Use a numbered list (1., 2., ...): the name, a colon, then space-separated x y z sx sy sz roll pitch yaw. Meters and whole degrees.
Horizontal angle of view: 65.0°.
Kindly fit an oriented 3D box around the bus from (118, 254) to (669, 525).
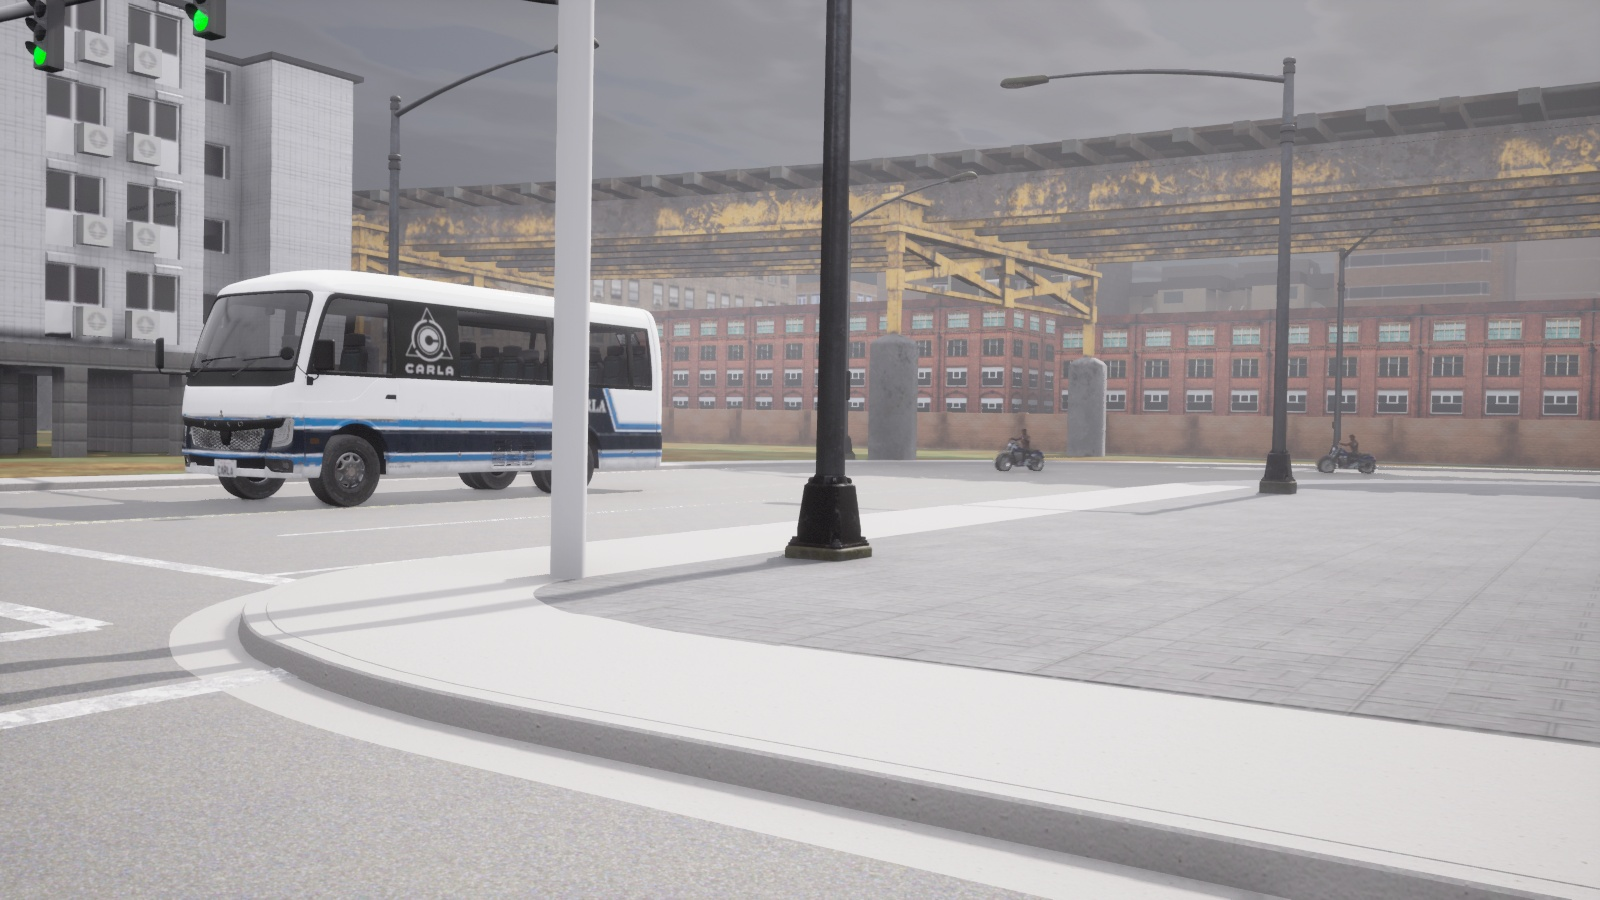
1. bus: -7.391 -1.054 25.062 3.944 4.253 10.273 1 1 33

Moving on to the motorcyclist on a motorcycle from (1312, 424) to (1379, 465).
1. motorcyclist on a motorcycle: 21.984 -0.230 50.597 2.350 1.649 0.766 0 2 -1

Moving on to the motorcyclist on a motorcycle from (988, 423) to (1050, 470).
1. motorcyclist on a motorcycle: 7.980 -0.142 45.779 2.350 1.649 0.766 -1 2 -35
